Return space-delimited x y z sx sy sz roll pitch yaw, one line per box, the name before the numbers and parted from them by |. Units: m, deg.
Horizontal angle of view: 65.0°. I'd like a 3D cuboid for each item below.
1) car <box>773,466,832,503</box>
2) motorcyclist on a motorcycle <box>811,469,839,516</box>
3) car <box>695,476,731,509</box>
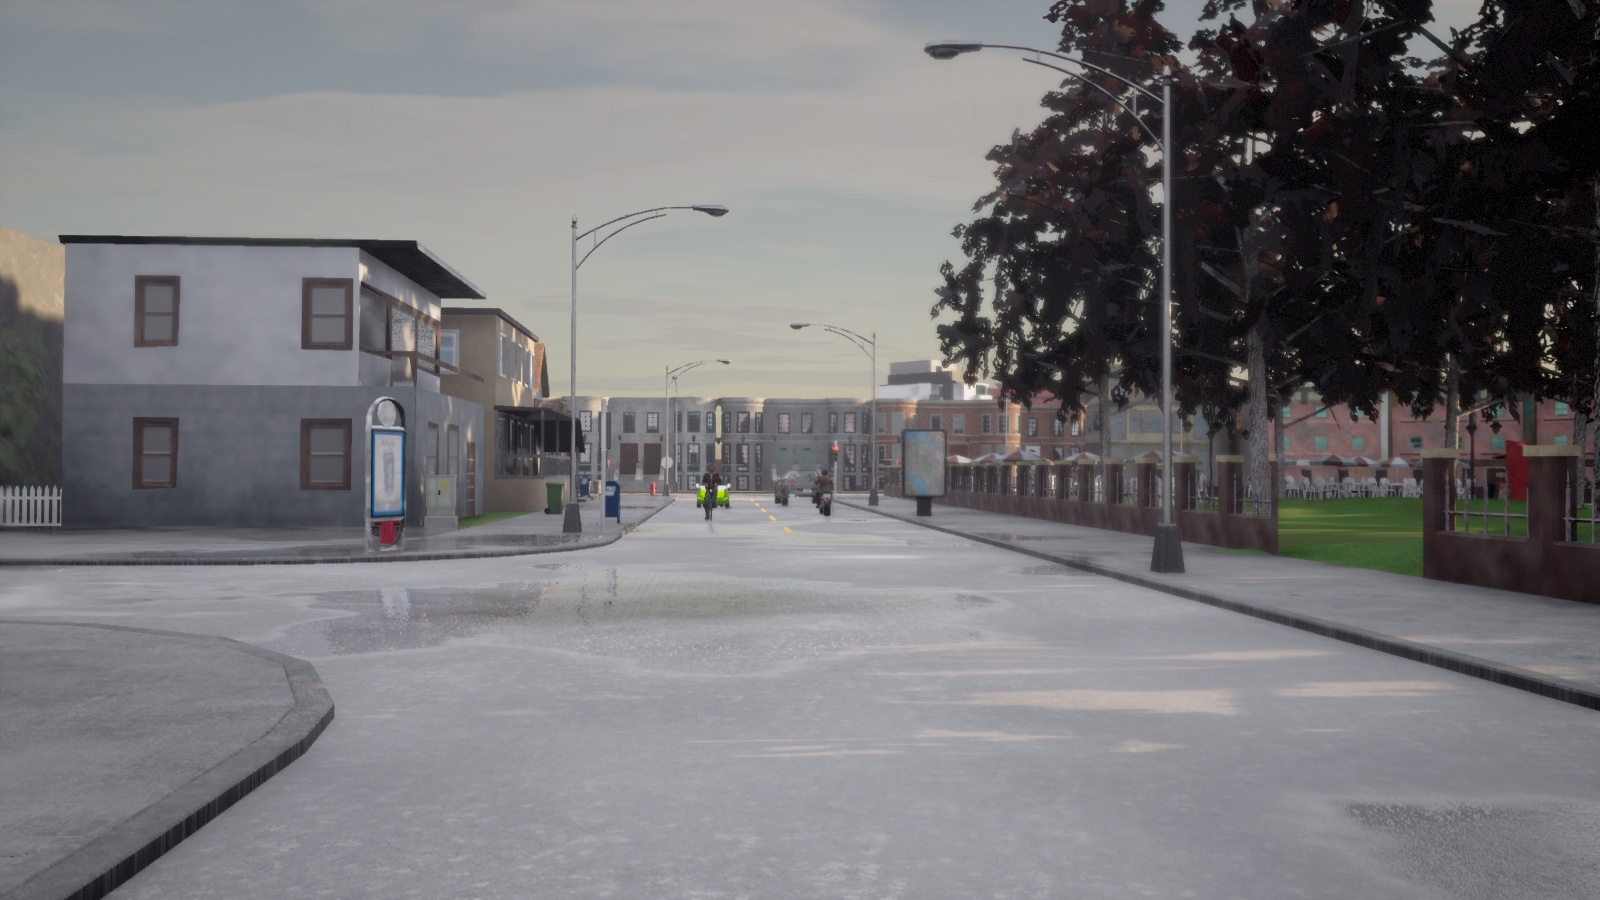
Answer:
car | 0.065 1.576 58.663 2.152 1.651 5.027 0 -1 -7
motorcyclist on a motorcycle | 0.878 1.515 45.004 0.766 1.649 2.350 0 -1 -4
car | -3.657 1.774 53.109 1.481 1.376 2.207 0 -1 -4
